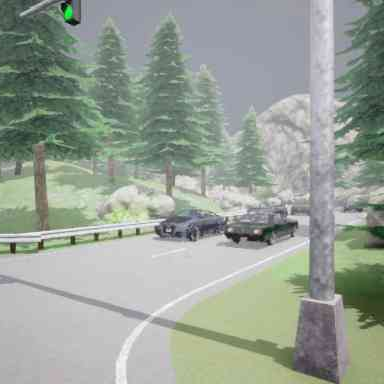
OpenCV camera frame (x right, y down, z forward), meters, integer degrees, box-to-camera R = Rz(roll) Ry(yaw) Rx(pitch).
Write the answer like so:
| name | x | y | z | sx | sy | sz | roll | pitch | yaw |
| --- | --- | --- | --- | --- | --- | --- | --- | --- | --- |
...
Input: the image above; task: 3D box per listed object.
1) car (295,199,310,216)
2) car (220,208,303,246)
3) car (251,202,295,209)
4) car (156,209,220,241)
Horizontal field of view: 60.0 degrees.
| name | x | y | z | sx | sy | sz | roll | pitch | yaw |
| --- | --- | --- | --- | --- | --- | --- | --- | --- | --- |
| car | 11.313 | 1.520 | 33.691 | 1.837 | 1.490 | 4.892 | 0 | 0 | 28 |
| car | 3.394 | 1.639 | 15.462 | 1.895 | 1.301 | 4.718 | 0 | 0 | 35 |
| car | 5.713 | 1.507 | 25.145 | 2.128 | 1.511 | 4.902 | 0 | 0 | 35 |
| car | 0.052 | 1.579 | 16.969 | 1.994 | 1.385 | 4.181 | 0 | 0 | 35 |
